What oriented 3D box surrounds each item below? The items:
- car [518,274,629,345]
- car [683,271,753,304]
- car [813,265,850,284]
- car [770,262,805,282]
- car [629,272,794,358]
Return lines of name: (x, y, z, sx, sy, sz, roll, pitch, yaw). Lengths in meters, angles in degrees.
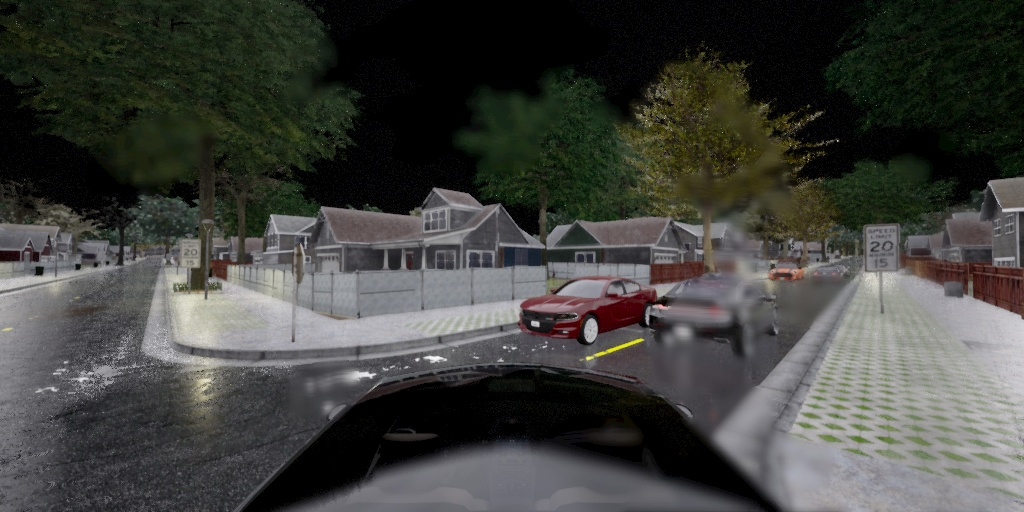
car: (2.297, 1.305, 10.008, 1.882, 1.535, 5.008, -1, -1, 45)
car: (10.589, 1.513, 18.265, 4.718, 1.301, 1.895, 1, -1, -45)
car: (27.087, 1.564, 30.593, 5.357, 1.411, 2.033, 0, -1, -44)
car: (25.032, 1.394, 32.564, 4.553, 1.767, 2.097, 0, -1, -44)
car: (5.088, 1.300, 8.768, 4.902, 1.511, 2.128, 1, -1, -45)
